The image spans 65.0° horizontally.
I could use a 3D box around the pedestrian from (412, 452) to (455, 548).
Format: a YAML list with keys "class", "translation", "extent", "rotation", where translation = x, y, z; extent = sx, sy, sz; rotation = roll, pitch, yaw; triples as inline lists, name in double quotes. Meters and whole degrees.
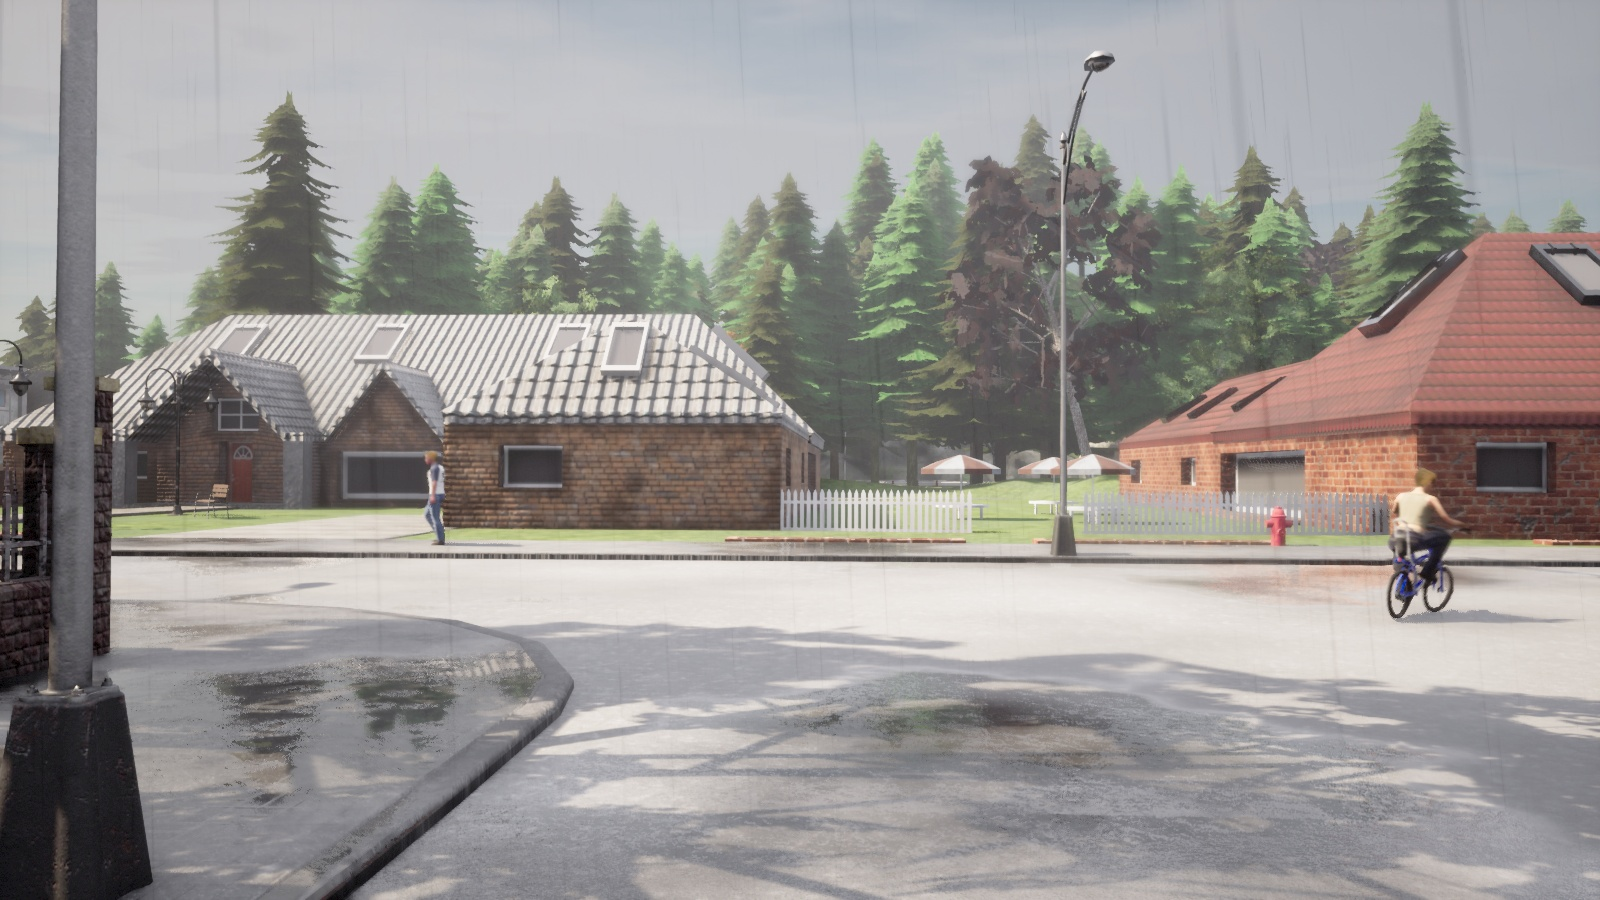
- class: "pedestrian"
  translation: [-7.032, 0.952, 24.105]
  extent: [0.706, 1.836, 0.354]
  rotation: [0, -1, 2]

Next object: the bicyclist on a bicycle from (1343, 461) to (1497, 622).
- class: "bicyclist on a bicycle"
  translation: [6.799, 0.954, 13.753]
  extent: [1.509, 1.612, 0.866]
  rotation: [1, 3, -39]
